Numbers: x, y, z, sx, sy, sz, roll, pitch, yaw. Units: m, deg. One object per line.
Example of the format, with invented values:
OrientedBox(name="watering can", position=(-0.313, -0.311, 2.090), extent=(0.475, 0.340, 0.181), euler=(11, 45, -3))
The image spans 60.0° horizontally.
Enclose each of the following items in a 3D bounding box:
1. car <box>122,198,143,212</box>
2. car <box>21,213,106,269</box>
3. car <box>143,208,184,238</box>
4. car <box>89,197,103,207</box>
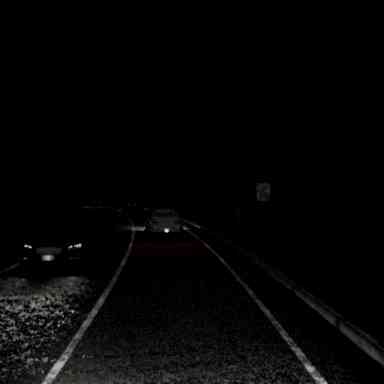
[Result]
OrientedBox(name="car", position=(-7.223, 1.474, 40.183), extent=(2.097, 1.767, 4.553), euler=(2, 0, -19))
OrientedBox(name="car", position=(-4.138, 1.509, 11.383), extent=(2.128, 1.511, 4.902), euler=(0, 0, -6))
OrientedBox(name="car", position=(-1.551, 1.596, 17.975), extent=(1.812, 1.442, 4.674), euler=(1, 0, -9))
OrientedBox(name="car", position=(-15.215, 1.485, 52.269), extent=(1.812, 1.442, 4.674), euler=(2, 0, -20))
